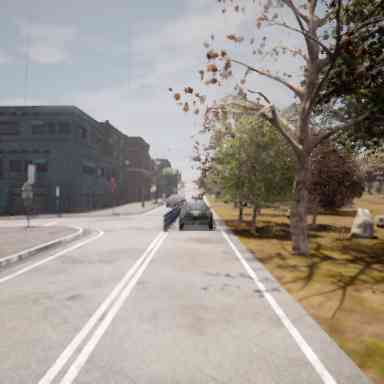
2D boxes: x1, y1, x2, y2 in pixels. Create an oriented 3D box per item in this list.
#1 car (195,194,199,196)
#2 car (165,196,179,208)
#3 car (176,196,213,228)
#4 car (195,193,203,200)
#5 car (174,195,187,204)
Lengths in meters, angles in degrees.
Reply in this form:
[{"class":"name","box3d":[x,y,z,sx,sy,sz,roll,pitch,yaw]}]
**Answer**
[{"class":"car","box3d":[1.369,1.297,70.719,1.837,1.490,4.892,0,0,2]},{"class":"car","box3d":[-2.675,1.430,46.961,1.837,1.490,4.892,0,1,2]},{"class":"car","box3d":[0.264,1.354,22.125,2.097,1.767,4.553,0,0,1]},{"class":"car","box3d":[1.668,1.108,81.138,1.812,1.442,4.674,0,0,2]},{"class":"car","box3d":[-2.113,1.392,63.612,2.033,1.411,5.357,0,0,2]}]
